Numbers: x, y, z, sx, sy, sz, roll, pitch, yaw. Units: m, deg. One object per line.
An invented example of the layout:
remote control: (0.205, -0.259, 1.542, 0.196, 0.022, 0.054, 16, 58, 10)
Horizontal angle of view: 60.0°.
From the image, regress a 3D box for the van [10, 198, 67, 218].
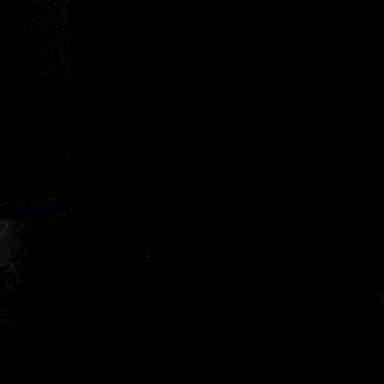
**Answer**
van: (-14.126, 1.488, 30.788, 1.690, 1.788, 3.998, -2, -1, 35)

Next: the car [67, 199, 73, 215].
car: (-10.996, 1.698, 35.206, 1.947, 1.339, 4.313, -2, -1, 35)

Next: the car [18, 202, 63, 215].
car: (-18.088, 1.907, 39.937, 1.887, 1.381, 4.507, -2, -1, 35)

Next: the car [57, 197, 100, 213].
car: (-15.040, 1.663, 44.259, 2.192, 1.841, 5.009, -2, -1, 35)

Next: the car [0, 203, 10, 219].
car: (-16.782, 1.724, 31.812, 1.812, 1.442, 4.674, -2, -1, 35)
